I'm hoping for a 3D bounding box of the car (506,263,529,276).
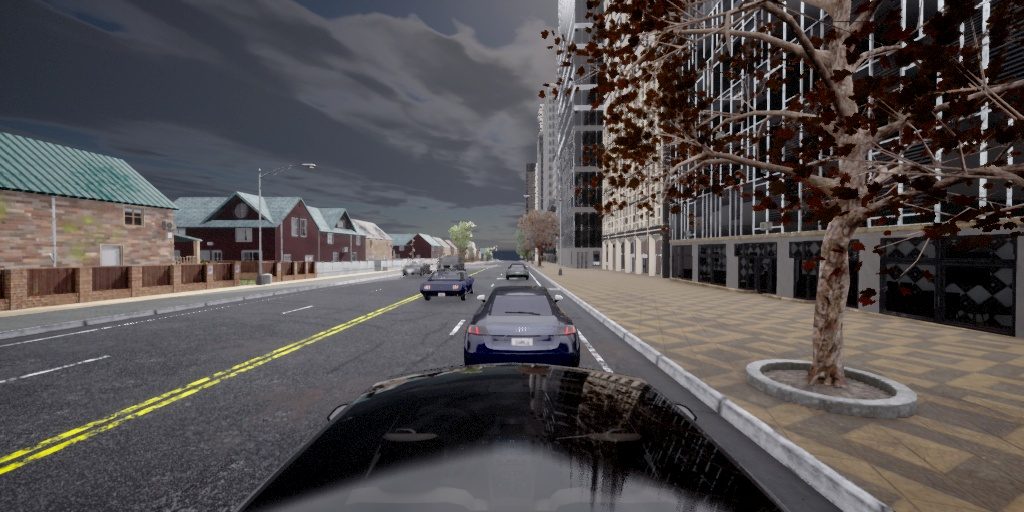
[{"bbox_3d":[0.478,1.338,31.713,1.994,1.385,4.181,0,0,1],"label":"car"}]

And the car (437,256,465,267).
[{"bbox_3d":[-6.155,1.005,36.720,2.150,2.045,5.566,0,0,1],"label":"car"}]

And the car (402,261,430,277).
[{"bbox_3d":[-9.417,1.273,35.647,2.128,1.511,4.902,0,0,1],"label":"car"}]

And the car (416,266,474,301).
[{"bbox_3d":[-2.954,1.355,17.436,1.895,1.301,4.718,0,0,1],"label":"car"}]

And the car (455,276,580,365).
[{"bbox_3d":[0.174,1.314,7.618,1.994,1.385,4.181,0,0,0],"label":"car"}]
